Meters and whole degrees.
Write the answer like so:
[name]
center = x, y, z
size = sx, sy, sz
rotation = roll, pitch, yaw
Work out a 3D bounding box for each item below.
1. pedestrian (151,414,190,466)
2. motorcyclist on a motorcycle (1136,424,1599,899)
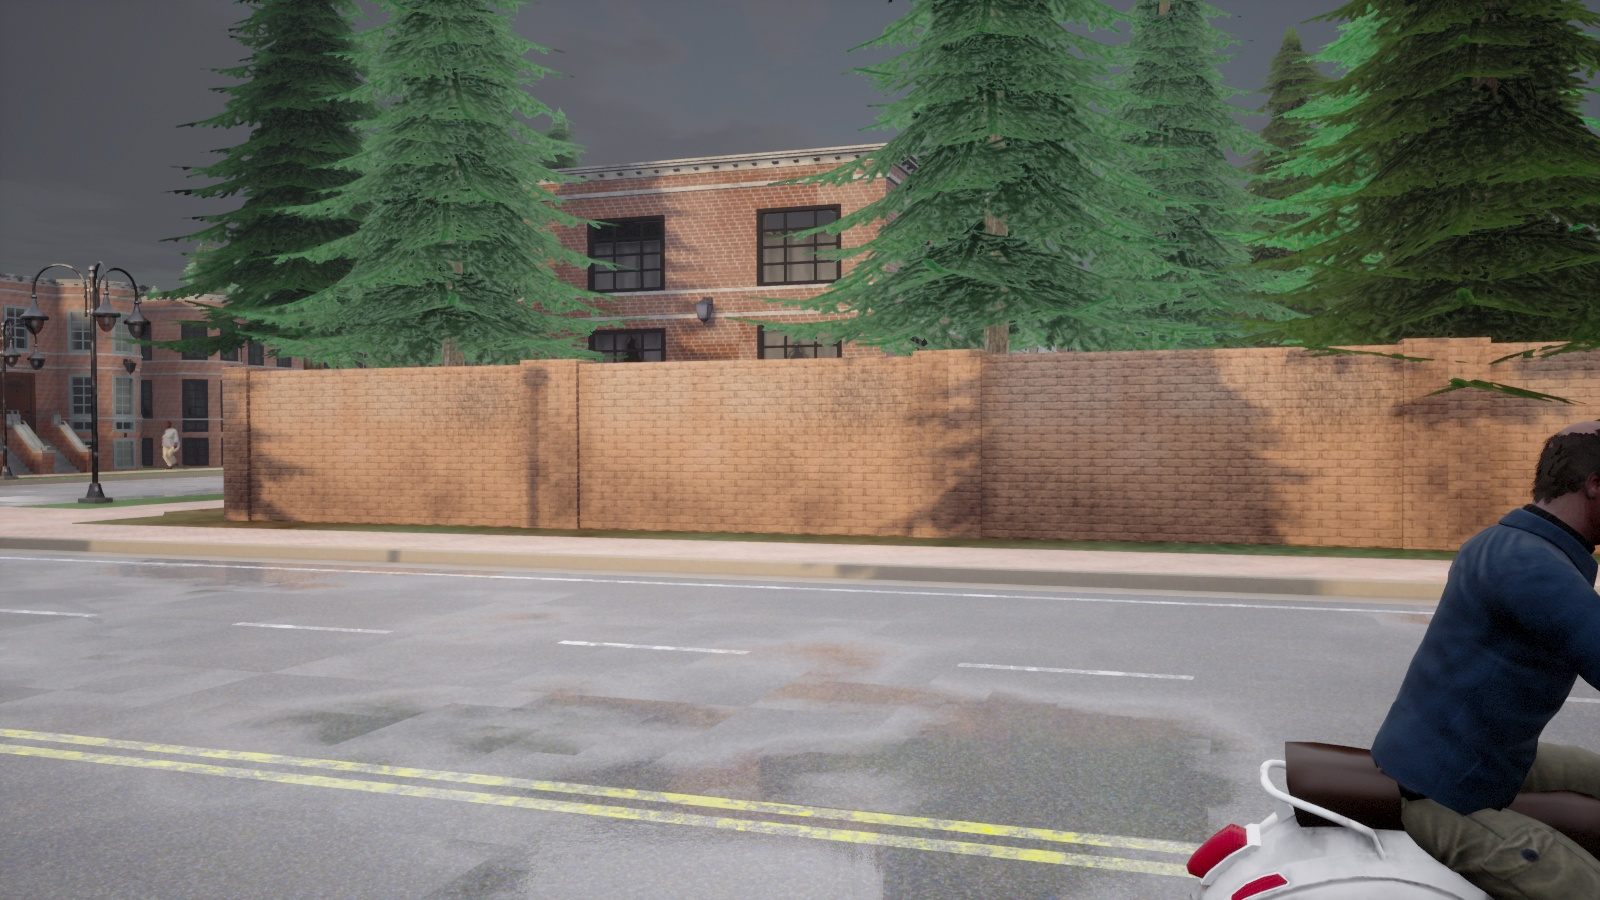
[pedestrian]
center = -22.877, -0.366, 45.637
size = 0.874, 1.855, 0.900
rotation = 1, 1, 20
[motorcyclist on a motorcycle]
center = 1.671, 0.744, 2.630
size = 1.817, 1.590, 0.866
rotation = 1, 1, 19
